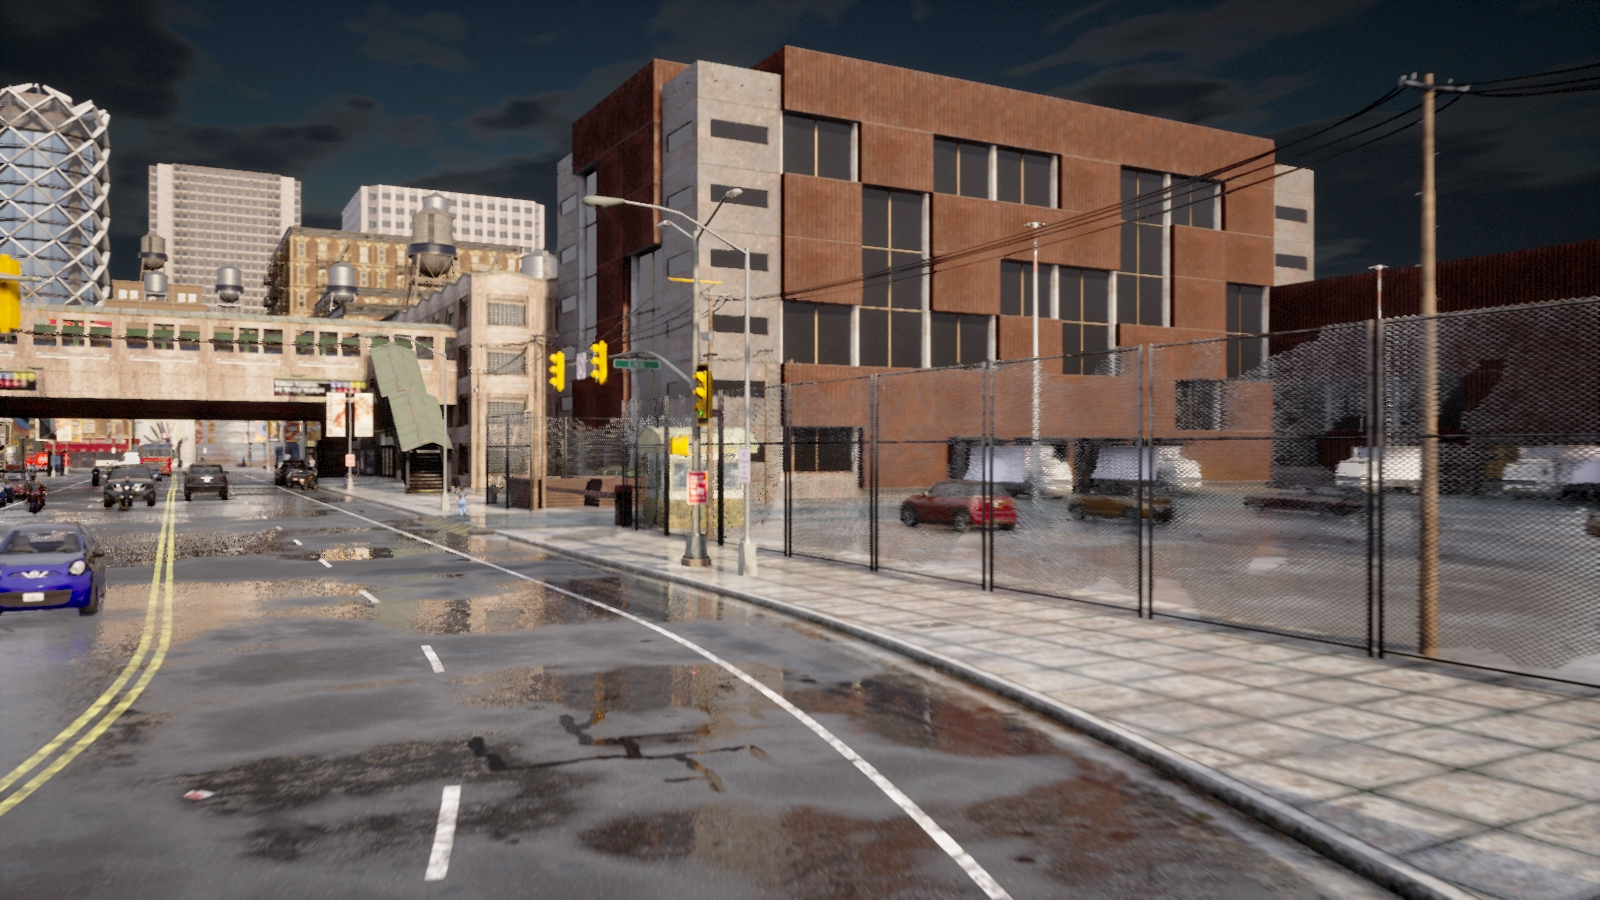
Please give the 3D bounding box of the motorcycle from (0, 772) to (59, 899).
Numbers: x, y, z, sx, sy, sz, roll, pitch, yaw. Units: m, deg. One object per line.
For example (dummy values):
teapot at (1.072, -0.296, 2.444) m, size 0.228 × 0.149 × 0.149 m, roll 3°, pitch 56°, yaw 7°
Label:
motorcycle at (-3.912, 2.206, 4.442) m, size 0.867 × 1.251 × 2.209 m, roll 0°, pitch 0°, yaw -8°

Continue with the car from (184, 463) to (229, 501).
car at (-34.267, 1.788, 65.898) m, size 2.150 × 2.045 × 5.566 m, roll 0°, pitch 0°, yaw -29°

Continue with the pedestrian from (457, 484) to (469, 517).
pedestrian at (-13.260, 1.980, 44.949) m, size 0.375 × 1.300 × 0.375 m, roll 0°, pitch 0°, yaw -32°

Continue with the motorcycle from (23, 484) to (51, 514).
motorcycle at (-34.396, 2.215, 51.527) m, size 0.867 × 1.251 × 2.209 m, roll 0°, pitch 0°, yaw -29°

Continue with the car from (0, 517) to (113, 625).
car at (-13.194, 2.041, 19.985) m, size 1.845 × 1.501 × 3.633 m, roll 0°, pitch 0°, yaw -28°

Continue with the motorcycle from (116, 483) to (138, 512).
motorcycle at (-31.226, 2.191, 53.027) m, size 0.856 × 1.236 × 1.805 m, roll 0°, pitch 0°, yaw -29°

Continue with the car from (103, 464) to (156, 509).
car at (-33.848, 1.787, 57.822) m, size 2.150 × 2.045 × 5.566 m, roll 0°, pitch 0°, yaw -29°
